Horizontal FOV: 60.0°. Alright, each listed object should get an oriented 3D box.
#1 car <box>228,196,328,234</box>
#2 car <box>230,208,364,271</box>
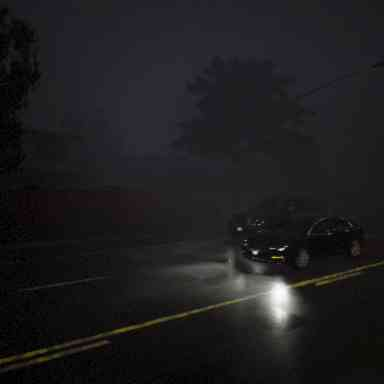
[{"bbox_3d":[4.251,1.204,15.627,5.566,2.045,2.150,0,0,-36],"label":"car"},{"bbox_3d":[3.798,1.492,11.004,4.892,1.490,1.837,0,0,-36],"label":"car"}]
